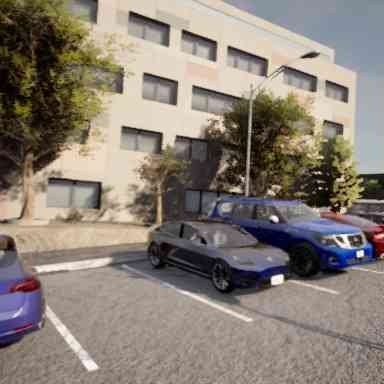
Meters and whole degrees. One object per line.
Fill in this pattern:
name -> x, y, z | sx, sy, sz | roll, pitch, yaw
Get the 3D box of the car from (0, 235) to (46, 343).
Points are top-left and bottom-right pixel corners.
car -> -4.083, 1.510, 6.090 | 2.163, 1.488, 4.792 | 0, 0, -35

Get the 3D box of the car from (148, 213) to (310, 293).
car -> 0.501, 1.532, 9.286 | 2.163, 1.488, 4.792 | 0, 0, -35

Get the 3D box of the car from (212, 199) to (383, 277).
car -> 2.776, 1.262, 10.909 | 2.435, 2.045, 5.566 | 0, 0, -35
